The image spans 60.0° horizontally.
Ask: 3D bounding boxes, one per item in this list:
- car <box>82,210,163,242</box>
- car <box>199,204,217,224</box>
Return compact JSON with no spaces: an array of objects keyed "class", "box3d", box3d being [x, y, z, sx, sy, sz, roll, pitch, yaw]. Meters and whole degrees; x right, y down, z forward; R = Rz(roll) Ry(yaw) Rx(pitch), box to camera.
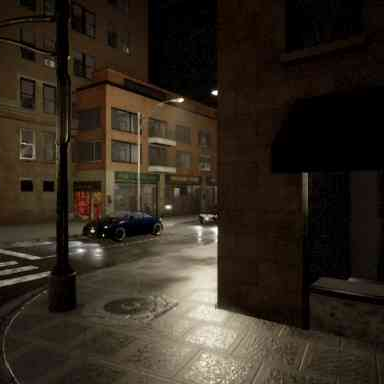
[{"class":"car","box3d":[-3.353,1.595,16.704,1.994,1.385,4.181,0,0,35]},{"class":"car","box3d":[2.362,1.580,24.711,1.812,1.442,4.674,0,0,35]}]
